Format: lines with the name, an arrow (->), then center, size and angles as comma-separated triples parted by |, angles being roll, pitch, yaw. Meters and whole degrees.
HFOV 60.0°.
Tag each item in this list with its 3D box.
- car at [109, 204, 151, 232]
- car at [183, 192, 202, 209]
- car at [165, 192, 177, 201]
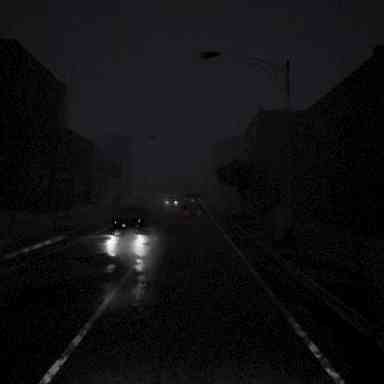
car -> -3.604, 1.509, 20.011 | 1.837, 1.490, 4.892 | 0, 0, 0
car -> 0.082, 1.022, 42.840 | 2.150, 2.045, 5.566 | 0, 1, 0
car -> -3.757, 0.787, 61.297 | 2.097, 1.767, 4.553 | 0, 1, -2
